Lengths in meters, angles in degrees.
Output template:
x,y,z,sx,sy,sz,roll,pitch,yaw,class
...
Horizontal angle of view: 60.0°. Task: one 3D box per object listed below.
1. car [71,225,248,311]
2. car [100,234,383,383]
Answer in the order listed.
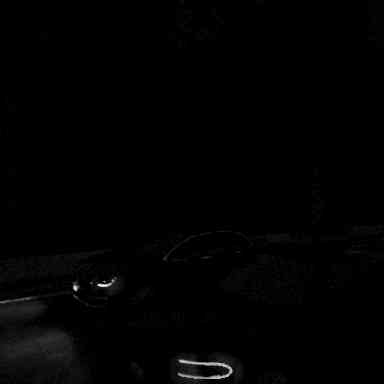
x,y,z,sx,sy,sz,roll,pitch,yaw,class
-0.171,1.551,7.557,4.892,1.490,1.837,1,0,-36,car
1.489,1.520,4.751,5.008,1.535,1.882,1,0,-36,car
